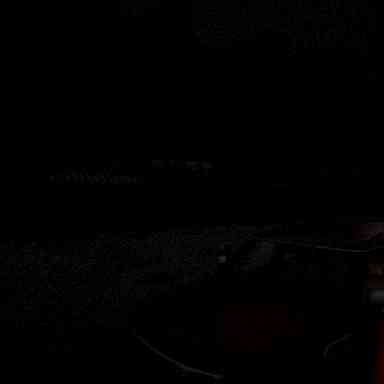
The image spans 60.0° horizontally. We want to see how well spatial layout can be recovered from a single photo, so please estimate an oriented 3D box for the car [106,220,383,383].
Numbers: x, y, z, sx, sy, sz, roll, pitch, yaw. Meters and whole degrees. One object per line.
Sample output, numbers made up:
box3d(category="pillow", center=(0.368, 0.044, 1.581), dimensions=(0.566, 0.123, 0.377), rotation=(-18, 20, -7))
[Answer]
box3d(category="car", center=(1.606, 1.335, 3.971), dimensions=(5.009, 1.841, 2.192), rotation=(1, -1, -36))
